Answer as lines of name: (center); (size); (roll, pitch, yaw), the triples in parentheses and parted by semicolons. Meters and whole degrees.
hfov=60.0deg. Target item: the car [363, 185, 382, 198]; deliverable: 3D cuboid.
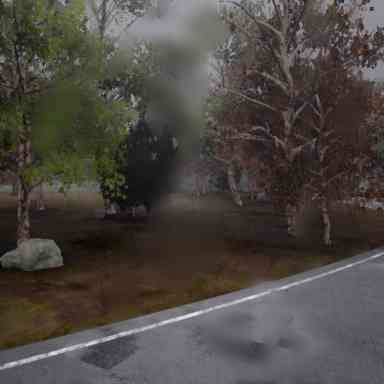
car: (19.882, -0.019, 34.144); (4.181, 1.385, 1.994); (-1, 4, 45)

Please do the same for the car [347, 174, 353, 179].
car: (32.052, -2.999, 70.661); (5.566, 2.045, 2.150); (-4, 3, -7)
